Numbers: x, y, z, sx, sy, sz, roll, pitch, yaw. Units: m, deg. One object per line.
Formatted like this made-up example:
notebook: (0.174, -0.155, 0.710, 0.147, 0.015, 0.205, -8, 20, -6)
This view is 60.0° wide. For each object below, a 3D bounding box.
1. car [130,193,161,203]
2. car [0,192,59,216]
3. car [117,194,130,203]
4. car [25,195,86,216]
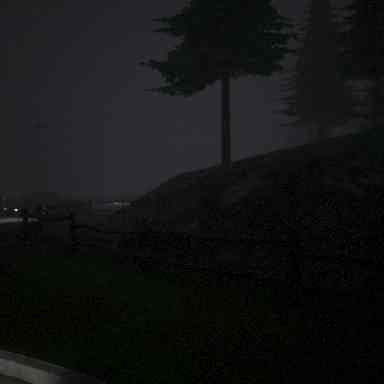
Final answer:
car: (-7.486, 1.017, 54.001, 1.837, 1.490, 4.892, 0, 0, 26)
car: (-14.580, 1.039, 30.663, 2.150, 2.045, 5.566, 0, 1, 25)
car: (-10.732, 1.091, 55.330, 1.994, 1.385, 4.181, 0, 1, 25)
car: (-11.476, 1.282, 29.030, 1.882, 1.535, 5.008, 0, 1, 25)
